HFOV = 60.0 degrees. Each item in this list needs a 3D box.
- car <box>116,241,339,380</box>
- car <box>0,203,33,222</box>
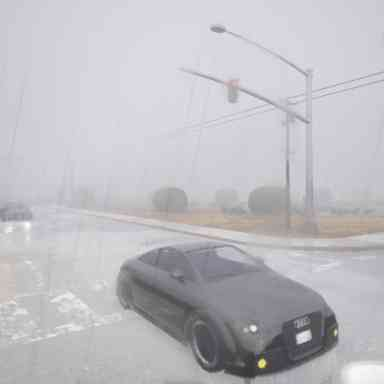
[{"bbox_3d":[0.258,1.605,5.769,1.994,1.385,4.181,0,0,-35],"label":"car"},{"bbox_3d":[-13.867,1.589,26.153,1.994,1.385,4.181,0,1,-35],"label":"car"}]
